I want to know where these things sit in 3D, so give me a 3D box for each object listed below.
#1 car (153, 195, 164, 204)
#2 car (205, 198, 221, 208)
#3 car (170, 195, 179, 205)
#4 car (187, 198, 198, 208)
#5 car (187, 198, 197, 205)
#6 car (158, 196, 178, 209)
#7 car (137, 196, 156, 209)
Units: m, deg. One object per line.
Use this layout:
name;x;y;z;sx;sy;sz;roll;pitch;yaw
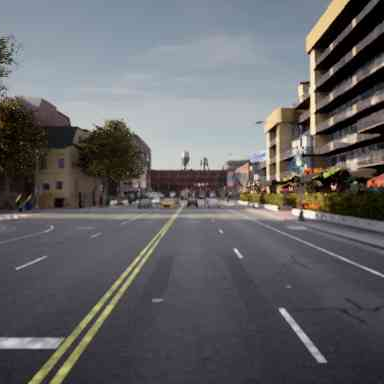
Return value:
car;-7.001;1.921;66.972;1.812;1.442;4.674;0;0;0
car;3.579;1.851;55.116;1.812;1.442;4.674;0;0;0
car;-3.509;1.899;66.688;2.128;1.511;4.902;0;0;0
car;0.086;1.836;56.427;1.837;1.490;4.892;0;-1;0
car;0.001;2.007;69.659;1.895;1.301;4.718;0;0;0
car;-3.578;1.773;50.004;1.882;1.535;5.008;0;0;0
car;-7.077;1.800;50.087;1.837;1.490;4.892;0;0;0
